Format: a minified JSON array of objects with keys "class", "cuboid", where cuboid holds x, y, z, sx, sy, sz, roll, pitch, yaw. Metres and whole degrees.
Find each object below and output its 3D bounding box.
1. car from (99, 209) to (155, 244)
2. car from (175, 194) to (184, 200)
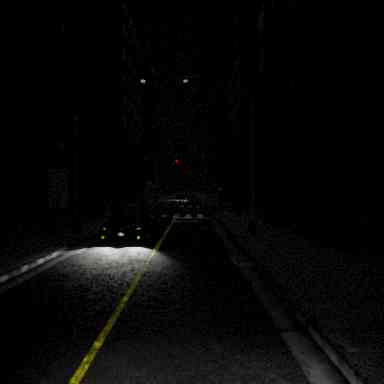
[{"class":"car","cuboid":[-2.837,1.484,15.209,1.994,1.385,4.181,0,0,0]},{"class":"car","cuboid":[-2.761,1.098,75.597,2.033,1.411,5.357,0,0,0]}]
